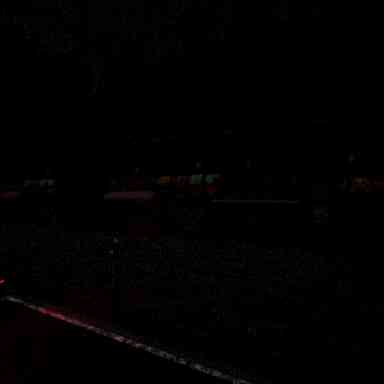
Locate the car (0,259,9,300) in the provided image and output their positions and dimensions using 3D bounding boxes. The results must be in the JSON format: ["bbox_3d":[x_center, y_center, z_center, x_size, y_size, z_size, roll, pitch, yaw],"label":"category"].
[{"bbox_3d":[-5.588,1.529,6.878,4.674,1.442,1.812,0,0,35],"label":"car"}]
